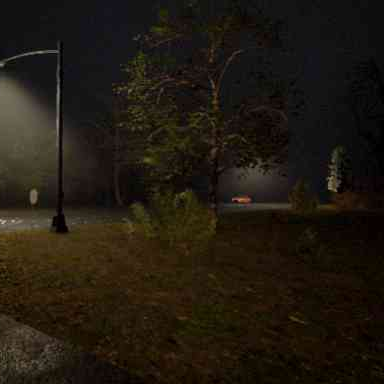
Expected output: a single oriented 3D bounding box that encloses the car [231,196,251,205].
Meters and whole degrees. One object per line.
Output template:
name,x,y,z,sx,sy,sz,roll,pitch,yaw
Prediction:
car,9.199,1.446,62.224,2.097,1.767,4.553,0,-1,36
